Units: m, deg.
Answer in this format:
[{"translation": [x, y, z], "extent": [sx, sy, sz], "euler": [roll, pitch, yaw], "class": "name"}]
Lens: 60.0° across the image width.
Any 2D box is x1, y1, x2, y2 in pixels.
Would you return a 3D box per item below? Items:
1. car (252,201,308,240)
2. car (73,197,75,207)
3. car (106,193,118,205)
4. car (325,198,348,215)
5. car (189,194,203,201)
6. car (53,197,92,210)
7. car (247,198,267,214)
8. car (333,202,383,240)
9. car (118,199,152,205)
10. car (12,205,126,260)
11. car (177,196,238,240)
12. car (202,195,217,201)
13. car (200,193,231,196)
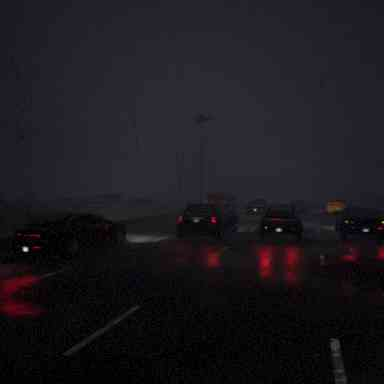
[{"translation": [4.593, 1.409, 16.654], "extent": [2.128, 1.511, 4.902], "euler": [0, 0, 20], "class": "car"}, {"translation": [-13.124, 1.532, 40.274], "extent": [1.895, 1.301, 4.718], "euler": [0, 0, 20], "class": "car"}, {"translation": [-10.014, 1.142, 38.590], "extent": [2.150, 2.045, 5.566], "euler": [0, 0, 20], "class": "car"}, {"translation": [13.631, 1.295, 31.360], "extent": [1.882, 1.535, 5.008], "euler": [0, 0, 20], "class": "car"}, {"translation": [1.005, 1.324, 79.081], "extent": [1.882, 1.535, 5.008], "euler": [0, -1, 20], "class": "car"}, {"translation": [-15.601, 1.424, 43.707], "extent": [2.128, 1.511, 4.902], "euler": [0, 0, 20], "class": "car"}, {"translation": [6.541, 1.357, 32.341], "extent": [1.837, 1.490, 4.892], "euler": [0, 0, 20], "class": "car"}, {"translation": [8.204, 1.425, 16.372], "extent": [1.812, 1.442, 4.674], "euler": [0, 0, 20], "class": "car"}, {"translation": [-6.115, 1.390, 39.069], "extent": [2.128, 1.511, 4.902], "euler": [0, 0, 20], "class": "car"}, {"translation": [-4.334, 1.488, 12.600], "extent": [1.837, 1.490, 4.892], "euler": [0, 1, 20], "class": "car"}, {"translation": [0.923, 1.289, 16.805], "extent": [2.097, 1.767, 4.553], "euler": [0, 0, 20], "class": "car"}, {"translation": [4.155, 1.374, 77.499], "extent": [2.128, 1.511, 4.902], "euler": [0, -1, 20], "class": "car"}, {"translation": [2.891, 1.093, 32.542], "extent": [2.150, 2.045, 5.566], "euler": [0, 0, 20], "class": "car"}]
